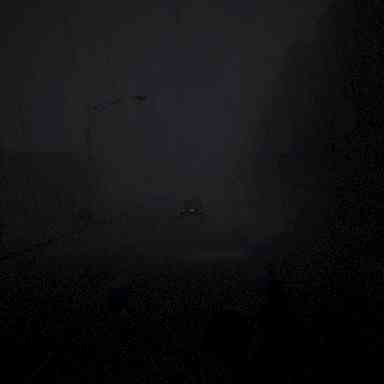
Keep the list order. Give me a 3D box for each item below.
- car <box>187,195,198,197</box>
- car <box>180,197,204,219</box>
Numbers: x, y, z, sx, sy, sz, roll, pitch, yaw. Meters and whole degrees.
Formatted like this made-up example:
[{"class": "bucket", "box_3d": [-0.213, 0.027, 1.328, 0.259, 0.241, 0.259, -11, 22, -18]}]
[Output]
[{"class": "car", "box_3d": [0.048, 1.161, 43.684, 2.128, 1.511, 4.902, 0, 0, 0]}, {"class": "car", "box_3d": [0.002, 1.345, 26.674, 2.033, 1.411, 5.357, 0, 0, 0]}]
